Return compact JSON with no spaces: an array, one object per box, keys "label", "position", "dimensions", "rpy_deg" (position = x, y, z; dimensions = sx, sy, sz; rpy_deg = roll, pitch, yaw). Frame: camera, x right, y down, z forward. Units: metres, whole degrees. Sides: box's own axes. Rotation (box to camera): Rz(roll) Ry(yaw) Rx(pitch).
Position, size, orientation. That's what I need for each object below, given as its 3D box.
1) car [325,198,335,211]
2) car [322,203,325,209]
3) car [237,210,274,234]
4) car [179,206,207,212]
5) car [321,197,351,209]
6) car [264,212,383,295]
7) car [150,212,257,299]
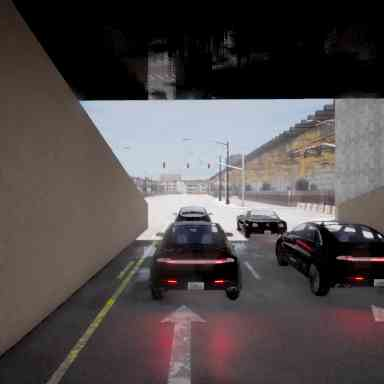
[{"label":"car","position":[17.332,1.453,35.542],"dimensions":[2.038,1.542,4.974],"rpy_deg":[0,0,-35]},{"label":"car","position":[17.424,1.452,40.149],"dimensions":[2.038,1.542,4.974],"rpy_deg":[0,0,45]},{"label":"car","position":[3.549,1.601,17.833],"dimensions":[1.895,1.301,4.718],"rpy_deg":[0,0,0]},{"label":"car","position":[0.049,1.505,17.587],"dimensions":[1.837,1.490,4.892],"rpy_deg":[0,0,0]},{"label":"car","position":[17.460,1.295,40.186],"dimensions":[1.853,1.218,4.536],"rpy_deg":[0,0,45]},{"label":"car","position":[3.567,1.491,8.680],"dimensions":[2.128,1.511,4.902],"rpy_deg":[0,0,0]},{"label":"car","position":[0.067,1.492,8.467],"dimensions":[2.128,1.511,4.902],"rpy_deg":[0,0,0]}]
